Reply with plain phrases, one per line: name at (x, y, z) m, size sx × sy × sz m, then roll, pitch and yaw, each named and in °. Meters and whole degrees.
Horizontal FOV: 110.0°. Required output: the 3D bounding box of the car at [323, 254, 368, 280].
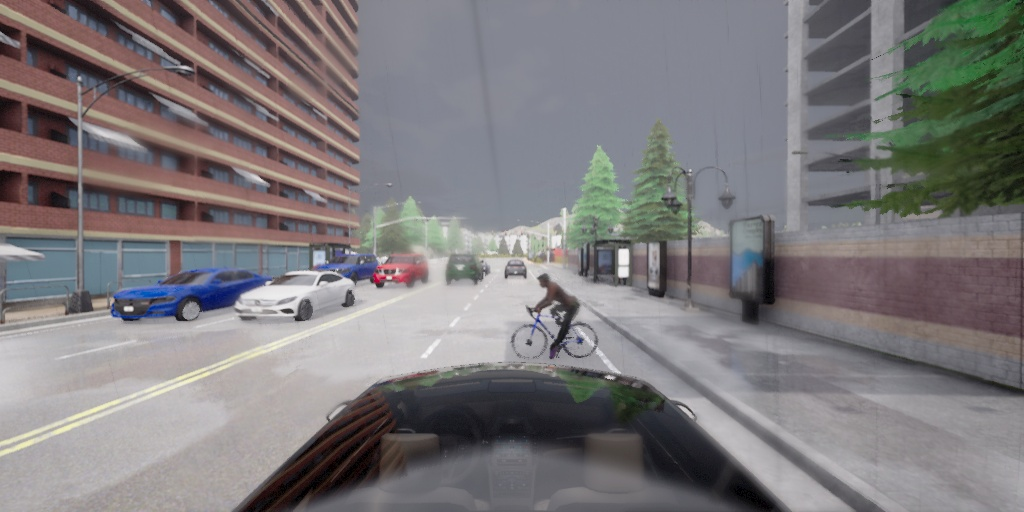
car at (-10.428, 0.869, 23.166) m, size 2.150 × 2.045 × 5.566 m, roll 0°, pitch 0°, yaw 1°

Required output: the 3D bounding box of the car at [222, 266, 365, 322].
car at (-7.023, 1.225, 12.241) m, size 1.812 × 1.442 × 4.674 m, roll 0°, pitch 0°, yaw 1°

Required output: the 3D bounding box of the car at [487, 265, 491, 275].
car at (-3.176, 1.195, 35.666) m, size 1.895 × 1.301 × 4.718 m, roll 0°, pitch 0°, yaw 1°

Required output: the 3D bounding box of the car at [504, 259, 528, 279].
car at (0.313, 1.109, 30.784) m, size 2.128 × 1.511 × 4.902 m, roll 0°, pitch 0°, yaw 0°

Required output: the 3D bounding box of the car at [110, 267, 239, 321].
car at (-10.530, 1.175, 12.359) m, size 1.882 × 1.535 × 5.008 m, roll 0°, pitch 0°, yaw 0°

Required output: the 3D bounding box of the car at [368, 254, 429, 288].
car at (-6.933, 0.871, 23.122) m, size 2.150 × 2.045 × 5.566 m, roll 0°, pitch 0°, yaw 1°

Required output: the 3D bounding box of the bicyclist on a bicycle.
bicyclist on a bicycle at (0.795, 1.164, 6.811) m, size 1.656 × 1.620 × 0.582 m, roll -2°, pitch 0°, yaw 0°

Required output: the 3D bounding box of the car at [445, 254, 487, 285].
car at (-3.230, 0.865, 25.146) m, size 2.150 × 2.045 × 5.566 m, roll 0°, pitch 1°, yaw 0°
